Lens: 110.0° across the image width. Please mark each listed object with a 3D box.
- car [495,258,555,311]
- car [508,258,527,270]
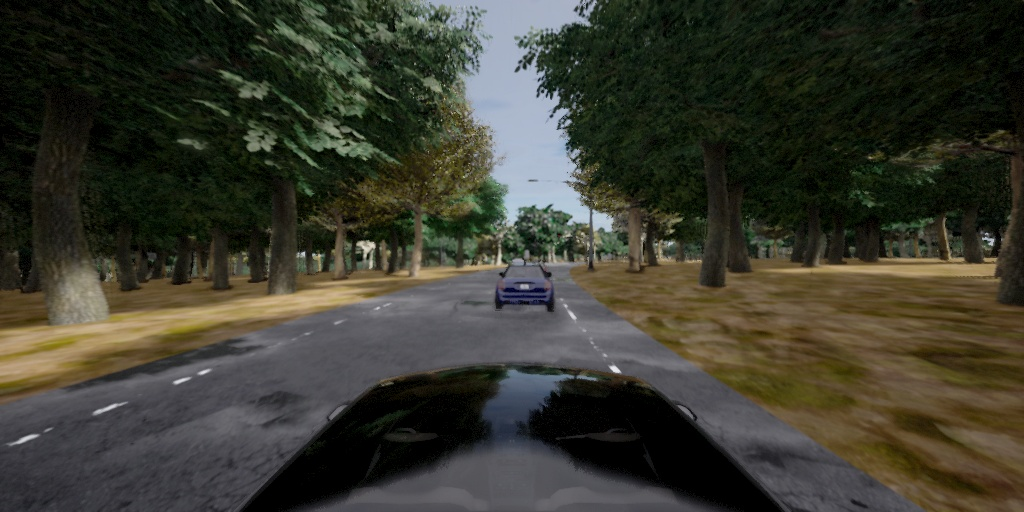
[{"bbox_3d":[0.527,1.036,14.252,2.097,1.767,4.553,0,0,3],"label":"car"},{"bbox_3d":[0.777,1.040,47.058,1.812,1.442,4.674,0,0,10],"label":"car"}]
